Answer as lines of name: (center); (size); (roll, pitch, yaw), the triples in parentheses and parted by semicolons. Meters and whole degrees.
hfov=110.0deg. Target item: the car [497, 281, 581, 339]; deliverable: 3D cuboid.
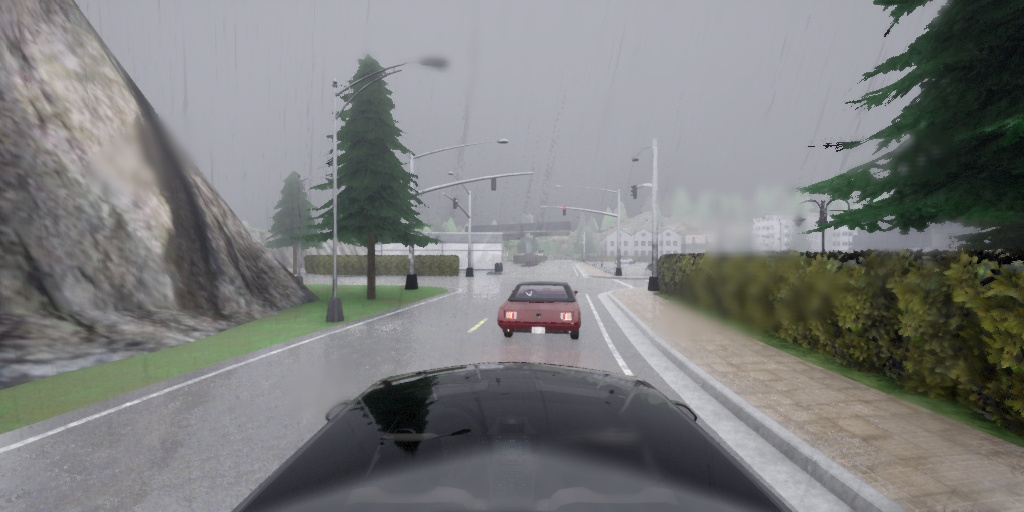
car: (0.912, 1.351, 10.109); (1.895, 1.301, 4.718); (0, 0, 8)
